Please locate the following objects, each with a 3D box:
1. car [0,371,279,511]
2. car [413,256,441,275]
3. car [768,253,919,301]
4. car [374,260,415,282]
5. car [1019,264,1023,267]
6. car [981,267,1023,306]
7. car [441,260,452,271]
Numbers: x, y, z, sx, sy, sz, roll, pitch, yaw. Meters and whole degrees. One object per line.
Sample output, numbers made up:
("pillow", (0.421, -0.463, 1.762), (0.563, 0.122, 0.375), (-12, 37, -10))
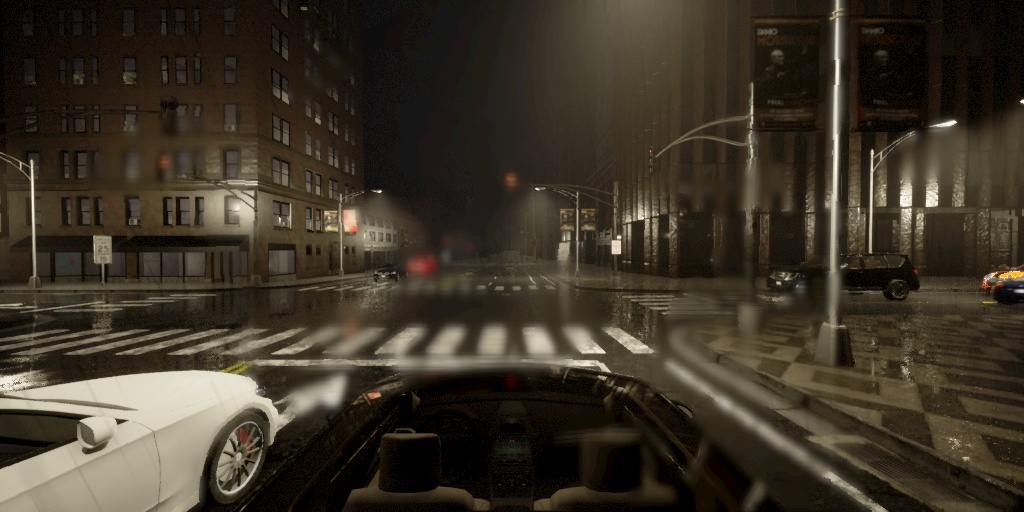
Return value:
("car", (-3.159, 1.276, 1.425), (1.812, 1.442, 4.674), (0, 0, 2))
("car", (-9.730, 0.972, 39.247), (2.150, 2.045, 5.566), (0, 0, 0))
("car", (14.868, 0.868, 16.249), (5.566, 2.045, 2.150), (0, 1, 1))
("car", (-9.761, 1.278, 29.577), (1.812, 1.442, 4.674), (0, 0, 1))
("car", (24.537, 0.961, 16.260), (4.553, 1.767, 2.097), (0, 1, 0))
("car", (20.560, 1.245, 13.069), (4.181, 1.385, 1.994), (0, 1, 0))
("car", (-9.688, 1.301, 50.525), (2.033, 1.411, 5.357), (0, 0, 0))
